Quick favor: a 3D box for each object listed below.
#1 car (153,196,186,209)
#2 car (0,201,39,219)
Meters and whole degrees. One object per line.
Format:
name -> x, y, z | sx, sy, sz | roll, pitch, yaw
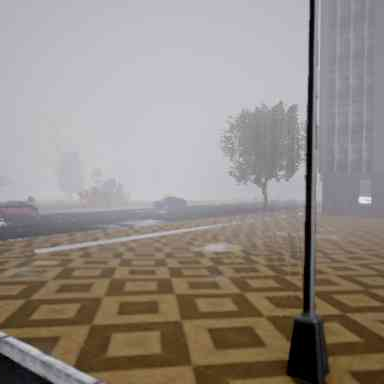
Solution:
car -> -2.785, 1.323, 42.094 | 1.882, 1.535, 5.008 | 1, 1, 38
car -> -14.716, 1.430, 26.930 | 1.994, 1.385, 4.181 | 1, 1, 38
